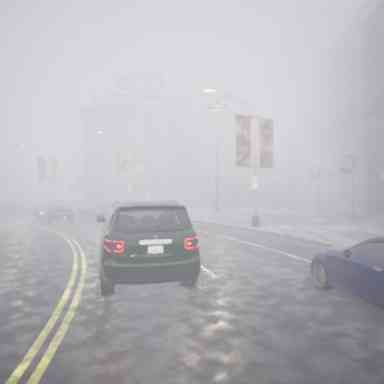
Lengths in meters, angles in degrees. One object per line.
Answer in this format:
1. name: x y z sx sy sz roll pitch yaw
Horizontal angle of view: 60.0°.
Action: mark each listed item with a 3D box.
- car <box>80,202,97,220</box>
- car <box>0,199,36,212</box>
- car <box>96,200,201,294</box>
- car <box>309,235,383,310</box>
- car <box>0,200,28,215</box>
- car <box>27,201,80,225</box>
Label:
1. car: -7.650 1.549 27.412 2.128 1.511 4.902 0 0 -44
2. car: -22.012 1.689 41.597 4.674 1.452 2.002 0 0 25
3. car: -1.381 1.231 9.124 2.150 2.045 5.566 0 0 -14
4. car: 4.016 1.493 6.183 1.812 1.442 4.674 0 0 -10
5. car: -19.305 1.696 36.687 5.357 1.411 2.033 0 0 29
6. car: -10.599 1.585 25.255 1.837 1.490 4.892 0 -1 -42
